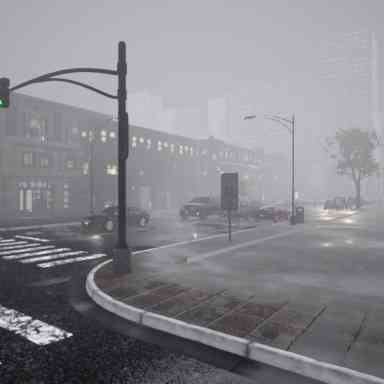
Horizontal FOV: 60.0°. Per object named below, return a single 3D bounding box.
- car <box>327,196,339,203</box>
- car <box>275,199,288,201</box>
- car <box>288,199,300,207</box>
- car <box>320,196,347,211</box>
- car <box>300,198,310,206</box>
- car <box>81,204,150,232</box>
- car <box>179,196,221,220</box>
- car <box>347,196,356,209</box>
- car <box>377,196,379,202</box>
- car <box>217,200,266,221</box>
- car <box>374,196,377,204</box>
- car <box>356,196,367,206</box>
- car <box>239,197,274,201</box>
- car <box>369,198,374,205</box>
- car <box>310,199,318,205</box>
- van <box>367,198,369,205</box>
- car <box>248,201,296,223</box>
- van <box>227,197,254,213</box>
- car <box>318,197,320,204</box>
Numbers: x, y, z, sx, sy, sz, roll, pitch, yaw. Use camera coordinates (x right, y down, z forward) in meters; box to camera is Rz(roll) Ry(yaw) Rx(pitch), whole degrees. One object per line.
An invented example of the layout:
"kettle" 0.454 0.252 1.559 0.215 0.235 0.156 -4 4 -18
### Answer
"car" 34.683 1.893 81.571 1.967 1.590 4.097 0 -1 35
"car" 12.304 1.759 49.812 1.752 1.417 4.829 0 -1 35
"car" 15.585 1.815 54.468 2.008 1.369 4.403 0 -1 35
"car" 19.252 1.676 45.125 1.967 1.590 4.097 0 -1 35
"car" 18.768 1.846 58.985 2.008 1.369 4.403 0 -1 35
"car" -4.732 1.578 21.173 1.837 1.490 4.892 0 0 34
"car" 1.157 1.340 29.490 2.150 2.045 5.566 0 0 35
"car" 22.435 1.581 49.643 2.192 1.841 5.009 0 -1 35
"car" 41.534 2.037 76.743 1.802 1.307 4.206 0 -1 35
"car" 4.647 1.674 28.889 2.033 1.411 5.357 0 0 35
"car" 38.449 1.948 72.366 1.752 1.417 4.829 0 -1 35
"car" 28.802 1.642 58.678 2.192 1.841 5.009 0 -1 35
"car" 7.072 1.660 37.861 2.128 1.511 4.902 0 0 35
"car" 35.168 1.971 67.709 1.802 1.307 4.206 0 -1 35
"car" 21.951 1.876 63.503 2.008 1.369 4.403 0 -1 35
"van" 31.985 1.699 63.194 1.690 1.788 3.998 0 -1 35
"car" 6.564 1.670 27.027 1.887 1.381 4.507 0 0 35
"van" 6.035 1.518 40.918 1.690 1.788 3.998 0 0 35
"car" 28.317 1.828 72.537 1.967 1.590 4.097 0 -1 35
